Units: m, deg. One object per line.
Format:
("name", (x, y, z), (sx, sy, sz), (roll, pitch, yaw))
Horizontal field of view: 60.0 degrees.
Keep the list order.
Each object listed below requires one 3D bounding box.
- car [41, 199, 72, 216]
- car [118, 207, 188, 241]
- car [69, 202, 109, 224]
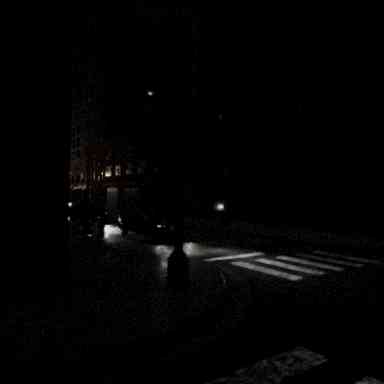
("car", (-13.828, 1.481, 33.685), (1.837, 1.490, 4.892), (1, -1, -35))
("car", (-2.099, 1.529, 16.968), (2.128, 1.511, 4.902), (1, -1, -36))
("car", (-7.834, 1.496, 25.137), (2.128, 1.511, 4.902), (1, -1, -35))
